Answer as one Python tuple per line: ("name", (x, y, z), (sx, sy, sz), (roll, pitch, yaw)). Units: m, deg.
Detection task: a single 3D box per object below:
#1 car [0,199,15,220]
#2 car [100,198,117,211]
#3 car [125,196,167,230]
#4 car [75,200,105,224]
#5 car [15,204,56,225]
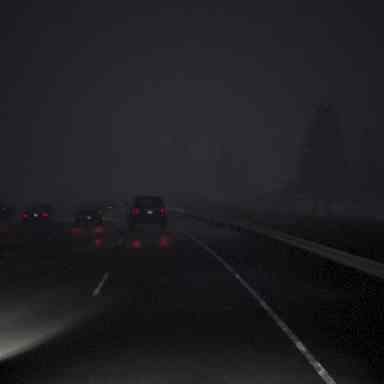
("car", (-16.229, 1.405, 28.000), (2.097, 1.767, 4.553), (0, 0, -21))
("car", (-10.523, 1.543, 40.558), (1.837, 1.490, 4.892), (0, 0, -28))
("car", (-3.021, 1.236, 21.404), (2.150, 2.045, 5.566), (0, 0, -14))
("car", (-7.670, 1.553, 24.777), (1.812, 1.442, 4.674), (0, 0, -17))
("car", (-11.093, 1.585, 24.328), (2.033, 1.411, 5.357), (0, 0, -18))
